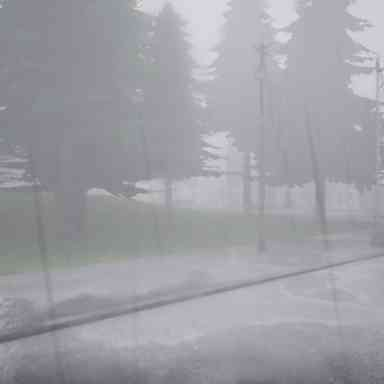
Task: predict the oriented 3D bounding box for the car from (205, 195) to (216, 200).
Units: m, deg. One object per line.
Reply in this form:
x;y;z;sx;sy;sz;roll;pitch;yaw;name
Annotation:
5.172;1.514;94.023;1.845;1.501;3.633;0;0;-24;car

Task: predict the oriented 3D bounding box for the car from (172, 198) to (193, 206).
-1.840;1.645;55.728;1.895;1.301;4.718;0;0;-35;car

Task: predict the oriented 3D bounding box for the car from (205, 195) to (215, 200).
6.466;1.600;91.542;4.536;1.218;1.853;0;0;-6;car

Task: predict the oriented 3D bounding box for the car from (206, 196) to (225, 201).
6.518;1.757;91.547;4.974;1.542;2.038;0;0;-6;car
